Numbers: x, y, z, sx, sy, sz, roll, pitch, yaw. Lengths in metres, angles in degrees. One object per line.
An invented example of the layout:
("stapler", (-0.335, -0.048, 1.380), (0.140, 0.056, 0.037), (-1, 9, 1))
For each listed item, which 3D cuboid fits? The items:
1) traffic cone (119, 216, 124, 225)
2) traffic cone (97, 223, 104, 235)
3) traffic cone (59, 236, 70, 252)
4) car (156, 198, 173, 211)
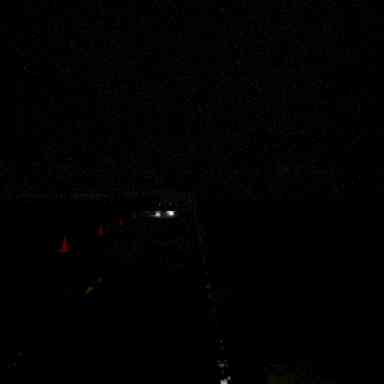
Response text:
("traffic cone", (-4.823, 1.944, 22.630), (0.340, 0.580, 0.340), (0, 0, 0))
("traffic cone", (-4.823, 1.947, 17.630), (0.340, 0.580, 0.340), (0, 0, 0))
("traffic cone", (-4.824, 1.950, 12.631), (0.340, 0.580, 0.340), (0, 0, 0))
("car", (-3.433, 1.453, 41.579), (1.882, 1.535, 5.008), (0, 0, -8))
